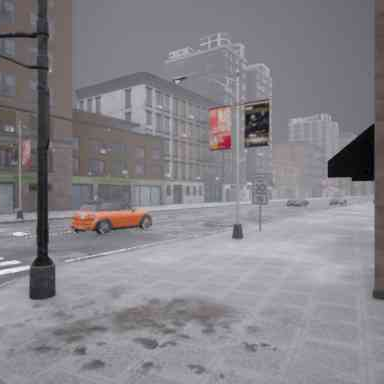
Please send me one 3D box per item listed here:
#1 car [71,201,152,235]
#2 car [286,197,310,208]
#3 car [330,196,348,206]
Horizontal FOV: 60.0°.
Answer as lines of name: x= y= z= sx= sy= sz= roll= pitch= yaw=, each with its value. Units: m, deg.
car: x=-4.302 y=1.288 z=18.543 sx=2.097 sy=1.767 sz=4.553 roll=0 pitch=0 yaw=35
car: x=14.542 y=1.387 z=45.496 sx=2.033 sy=1.411 sz=5.357 roll=0 pitch=0 yaw=35
car: x=22.704 y=1.375 z=51.482 sx=2.033 sy=1.411 sz=5.357 roll=0 pitch=0 yaw=34
